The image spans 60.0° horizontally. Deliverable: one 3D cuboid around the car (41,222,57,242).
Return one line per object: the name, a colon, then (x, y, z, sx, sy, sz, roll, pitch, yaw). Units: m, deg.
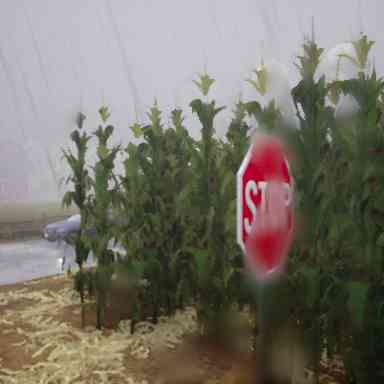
car: (-5.231, 1.713, 16.937, 1.812, 1.442, 4.674, 0, 0, 35)
